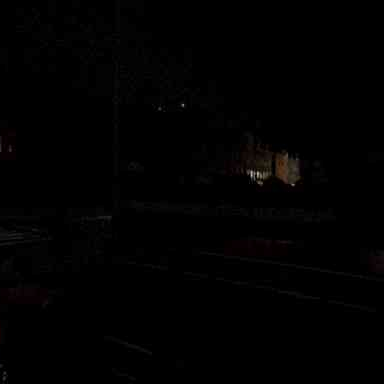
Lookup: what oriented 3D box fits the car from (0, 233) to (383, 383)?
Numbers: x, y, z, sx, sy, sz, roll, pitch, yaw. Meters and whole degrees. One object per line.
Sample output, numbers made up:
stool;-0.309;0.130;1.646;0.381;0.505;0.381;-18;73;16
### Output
car;0.213;1.275;2.671;5.009;1.841;2.192;2;1;35
